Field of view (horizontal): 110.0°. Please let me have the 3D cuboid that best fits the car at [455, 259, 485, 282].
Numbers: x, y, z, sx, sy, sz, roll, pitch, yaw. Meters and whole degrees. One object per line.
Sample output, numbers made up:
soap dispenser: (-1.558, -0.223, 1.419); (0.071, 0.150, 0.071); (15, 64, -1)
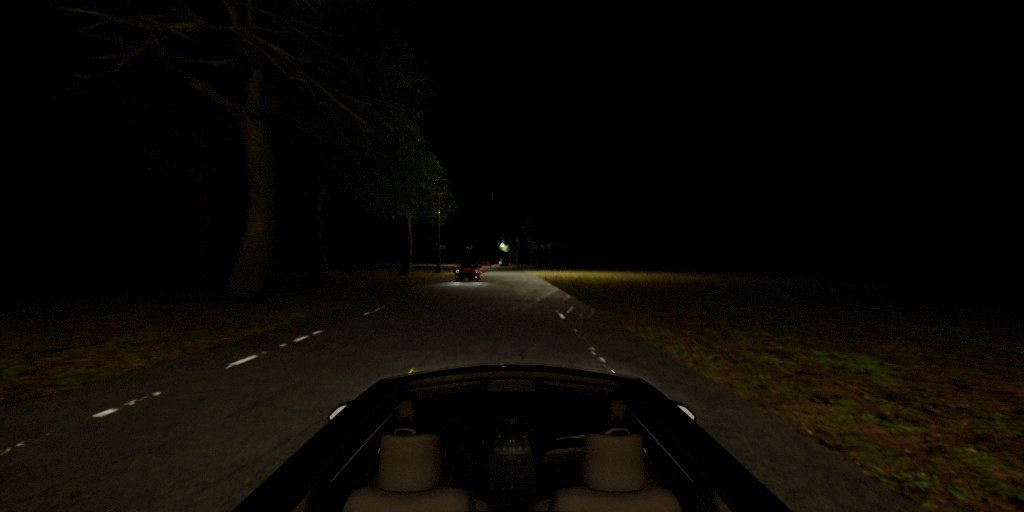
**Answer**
car: (-3.893, 1.349, 32.384); (2.097, 1.767, 4.553); (0, 0, -1)
